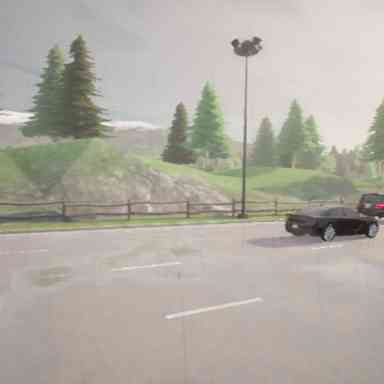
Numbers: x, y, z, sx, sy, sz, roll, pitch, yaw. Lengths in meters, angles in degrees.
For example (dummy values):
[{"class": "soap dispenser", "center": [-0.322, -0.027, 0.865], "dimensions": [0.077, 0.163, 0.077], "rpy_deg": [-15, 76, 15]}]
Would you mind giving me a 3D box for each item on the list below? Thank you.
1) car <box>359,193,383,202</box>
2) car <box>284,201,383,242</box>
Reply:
[{"class": "car", "center": [14.205, 1.095, 23.771], "dimensions": [5.566, 2.045, 2.150], "rpy_deg": [1, 1, -29]}, {"class": "car", "center": [6.586, 1.341, 15.497], "dimensions": [5.008, 1.535, 1.882], "rpy_deg": [1, 1, -29]}]
